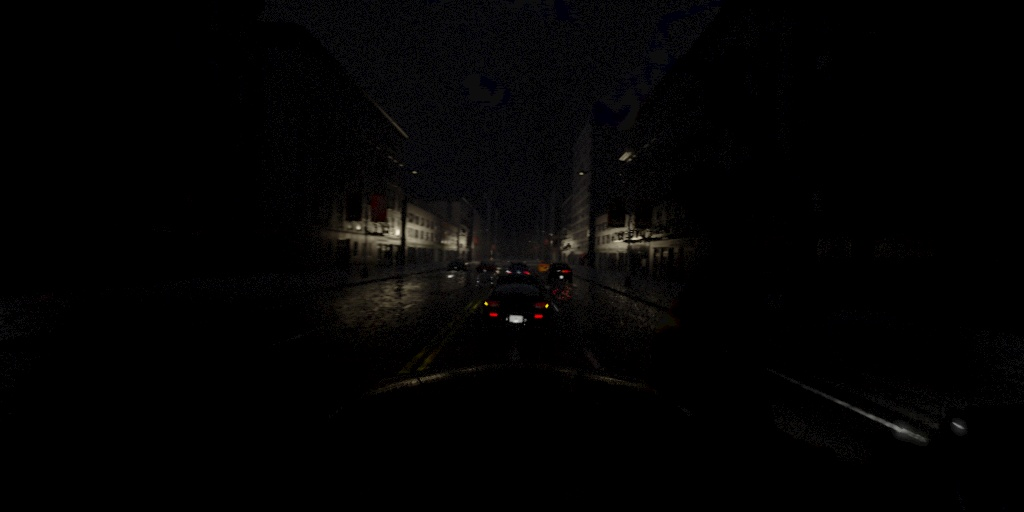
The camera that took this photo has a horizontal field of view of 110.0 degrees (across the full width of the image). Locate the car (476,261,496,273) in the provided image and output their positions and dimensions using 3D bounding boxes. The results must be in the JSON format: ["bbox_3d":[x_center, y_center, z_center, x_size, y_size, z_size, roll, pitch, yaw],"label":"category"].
[{"bbox_3d":[-2.751,1.199,39.099,1.895,1.301,4.718,2,0,1],"label":"car"}]

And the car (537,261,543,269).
[{"bbox_3d":[3.953,1.273,42.099,1.882,1.535,5.008,2,0,2],"label":"car"}]

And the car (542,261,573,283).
[{"bbox_3d":[3.714,1.315,28.833,1.837,1.490,4.892,2,0,1],"label":"car"}]

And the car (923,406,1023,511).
[{"bbox_3d":[4.238,1.405,0.898,1.812,1.442,4.674,2,0,1],"label":"car"}]

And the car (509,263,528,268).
[{"bbox_3d":[0.500,1.262,28.810,2.033,1.411,5.357,2,0,1],"label":"car"}]

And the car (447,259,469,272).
[{"bbox_3d":[-5.971,1.062,40.355,1.994,1.385,4.181,2,0,1],"label":"car"}]

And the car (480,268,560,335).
[{"bbox_3d":[0.141,1.263,10.474,1.812,1.442,4.674,2,0,1],"label":"car"}]
